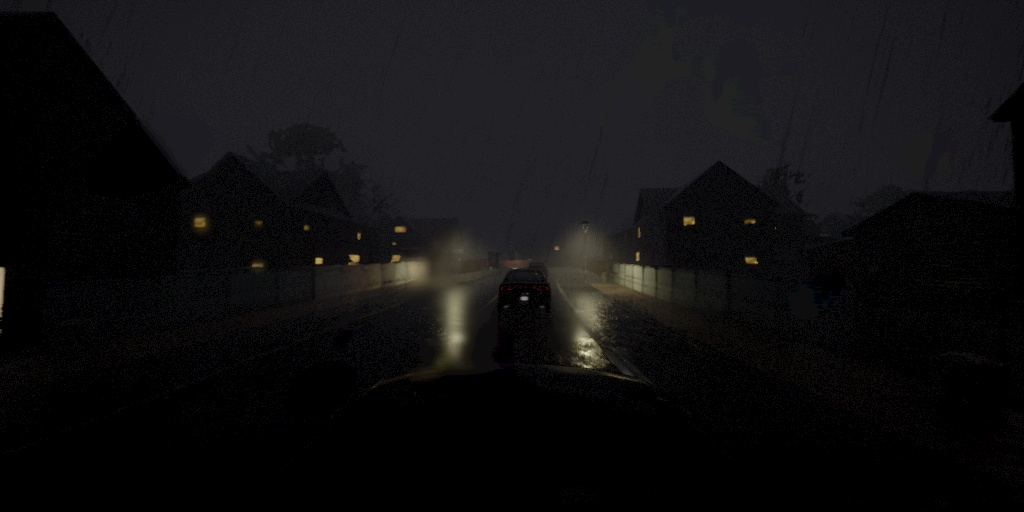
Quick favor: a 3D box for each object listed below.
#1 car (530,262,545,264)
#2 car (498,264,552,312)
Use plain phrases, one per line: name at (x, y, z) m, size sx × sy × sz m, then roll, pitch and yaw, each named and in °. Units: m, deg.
car at (2.417, 1.317, 33.665) m, size 1.837 × 1.490 × 4.892 m, roll 0°, pitch 0°, yaw 7°
car at (0.539, 1.242, 14.252) m, size 1.882 × 1.535 × 5.008 m, roll 0°, pitch 0°, yaw 3°
